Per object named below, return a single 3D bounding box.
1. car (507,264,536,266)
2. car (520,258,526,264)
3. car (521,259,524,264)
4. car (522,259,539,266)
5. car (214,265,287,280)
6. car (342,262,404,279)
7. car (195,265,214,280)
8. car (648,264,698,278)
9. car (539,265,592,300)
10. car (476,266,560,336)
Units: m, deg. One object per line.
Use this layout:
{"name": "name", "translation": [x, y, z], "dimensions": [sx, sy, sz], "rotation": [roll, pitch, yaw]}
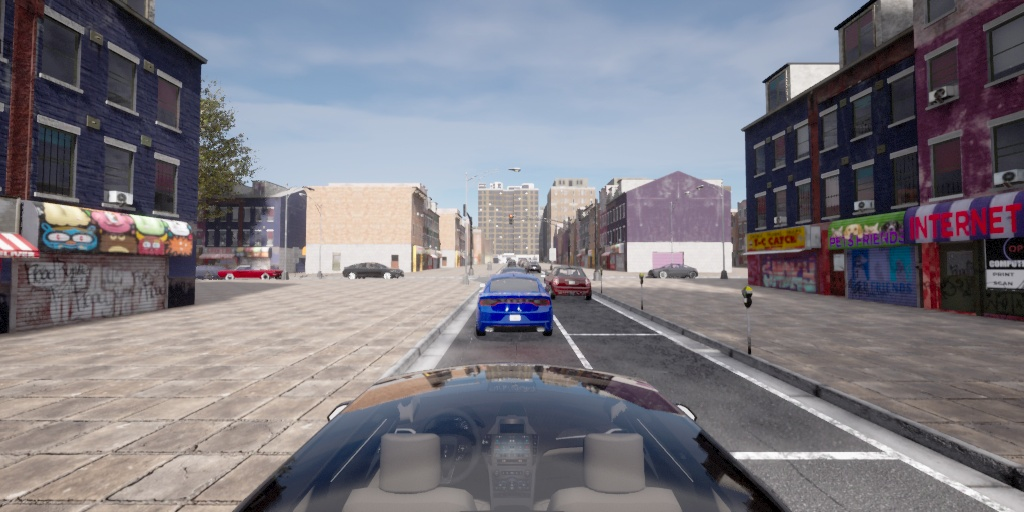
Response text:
{"name": "car", "translation": [0.098, 1.292, 18.022], "dimensions": [1.812, 1.442, 4.674], "rotation": [0, 0, 0]}
{"name": "car", "translation": [2.633, 1.448, 55.609], "dimensions": [1.751, 1.417, 4.829], "rotation": [0, 0, 0]}
{"name": "car", "translation": [2.633, 1.452, 50.002], "dimensions": [1.948, 1.339, 4.313], "rotation": [0, 0, 0]}
{"name": "car", "translation": [2.634, 1.420, 44.566], "dimensions": [1.948, 1.339, 4.313], "rotation": [0, 0, 0]}
{"name": "car", "translation": [-21.506, 1.436, 29.929], "dimensions": [4.718, 1.301, 1.895], "rotation": [-1, -2, 0]}
{"name": "car", "translation": [-11.504, 1.270, 29.881], "dimensions": [4.892, 1.490, 1.837], "rotation": [0, -2, 2]}
{"name": "car", "translation": [-28.404, 1.549, 32.921], "dimensions": [5.357, 1.411, 2.033], "rotation": [-1, -2, 1]}
{"name": "car", "translation": [14.605, 1.379, 32.653], "dimensions": [4.181, 1.385, 1.994], "rotation": [0, -2, 0]}
{"name": "car", "translation": [2.635, 1.206, 17.822], "dimensions": [1.967, 1.591, 4.097], "rotation": [0, 0, 0]}
{"name": "car", "translation": [0.039, 1.233, 10.483], "dimensions": [1.882, 1.535, 5.008], "rotation": [0, 0, -1]}
